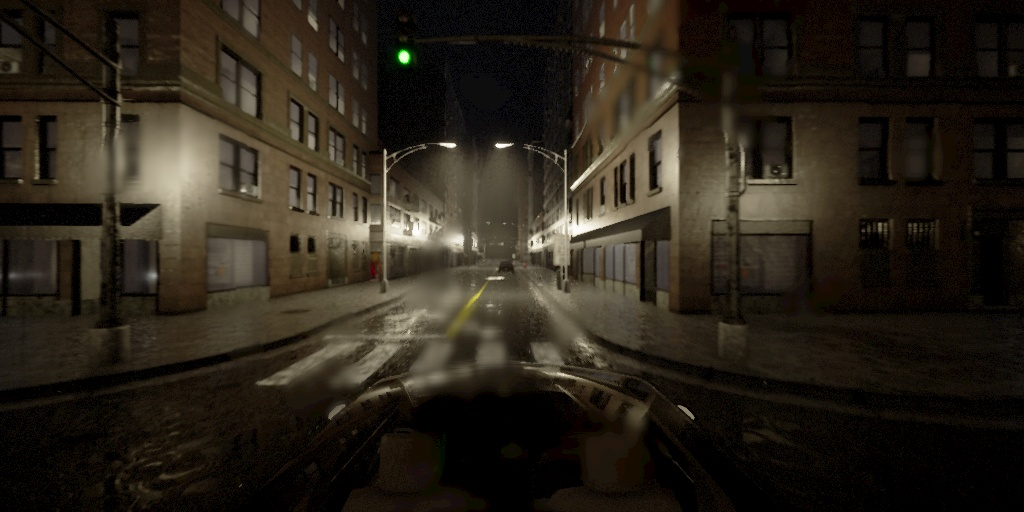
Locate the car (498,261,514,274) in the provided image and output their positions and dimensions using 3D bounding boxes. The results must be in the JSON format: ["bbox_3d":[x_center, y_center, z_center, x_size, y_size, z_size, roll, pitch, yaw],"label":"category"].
[{"bbox_3d":[-0.713,1.325,44.154,1.882,1.535,5.008,0,0,-1],"label":"car"}]
